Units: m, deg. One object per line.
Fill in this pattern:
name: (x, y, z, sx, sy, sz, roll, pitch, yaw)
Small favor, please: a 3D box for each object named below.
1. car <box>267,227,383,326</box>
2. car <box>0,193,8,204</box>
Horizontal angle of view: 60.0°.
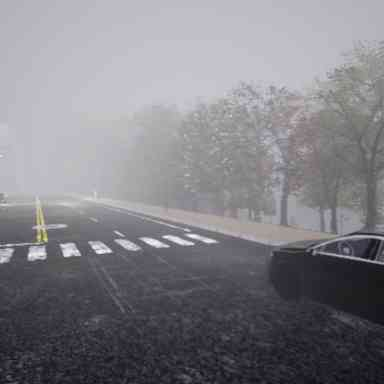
car: (3.199, 1.318, 5.372, 2.128, 1.511, 4.902, -2, 1, -25)
car: (-26.720, 0.899, 46.199, 1.837, 1.490, 4.892, -1, 1, -25)
